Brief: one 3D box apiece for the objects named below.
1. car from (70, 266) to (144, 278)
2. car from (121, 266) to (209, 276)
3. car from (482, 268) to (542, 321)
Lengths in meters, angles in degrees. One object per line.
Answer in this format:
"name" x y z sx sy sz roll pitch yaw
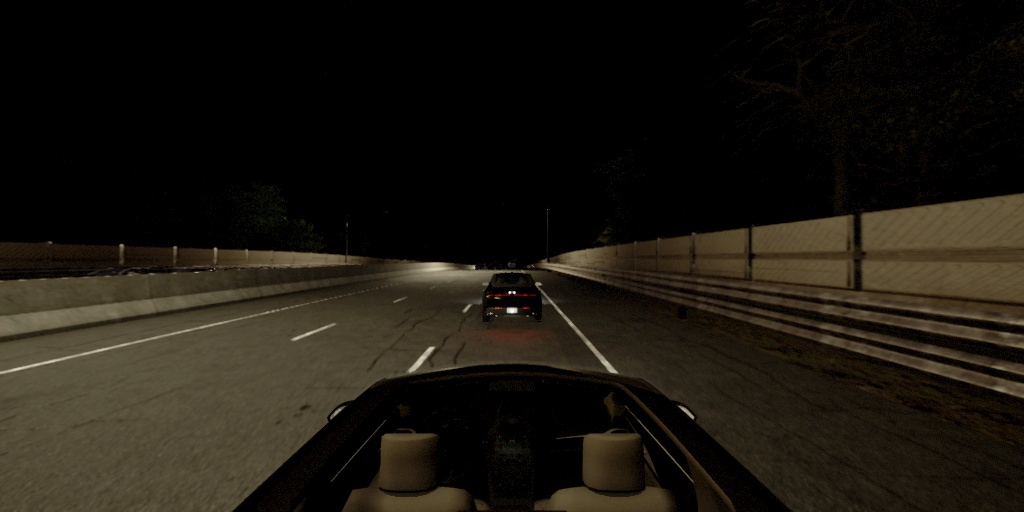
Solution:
"car" -21.068 1.307 19.322 2.128 1.511 4.902 0 0 0
"car" -17.569 1.379 19.234 1.994 1.385 4.181 0 0 0
"car" 0.003 1.323 12.561 1.837 1.490 4.892 0 -1 0
